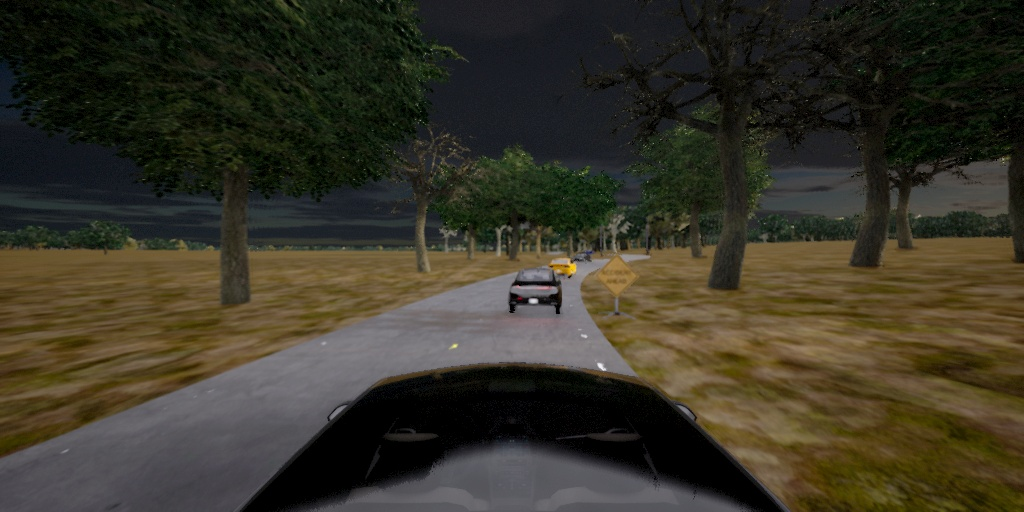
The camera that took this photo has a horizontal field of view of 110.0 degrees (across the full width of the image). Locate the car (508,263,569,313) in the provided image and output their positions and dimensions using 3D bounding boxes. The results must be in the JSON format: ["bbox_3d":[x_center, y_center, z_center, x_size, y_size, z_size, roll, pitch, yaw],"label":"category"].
[{"bbox_3d":[0.999,1.220,13.964,2.128,1.511,4.902,0,1,7],"label":"car"}]

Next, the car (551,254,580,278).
[{"bbox_3d":[4.231,0.917,29.855,1.882,1.535,5.008,0,2,16],"label":"car"}]

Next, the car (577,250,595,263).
[{"bbox_3d":[10.360,0.235,53.283,1.837,1.490,4.892,0,1,28],"label":"car"}]

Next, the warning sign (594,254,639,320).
[{"bbox_3d":[3.104,0.873,10.651,1.300,1.860,1.060,0,0,6],"label":"warning sign"}]
